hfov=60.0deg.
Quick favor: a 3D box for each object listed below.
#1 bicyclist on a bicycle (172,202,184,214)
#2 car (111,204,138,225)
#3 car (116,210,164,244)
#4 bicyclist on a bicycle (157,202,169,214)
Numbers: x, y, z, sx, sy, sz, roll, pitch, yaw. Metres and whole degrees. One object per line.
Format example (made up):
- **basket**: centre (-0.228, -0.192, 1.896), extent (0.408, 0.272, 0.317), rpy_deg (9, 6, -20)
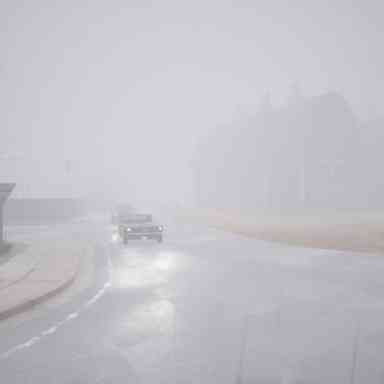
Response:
- **bicyclist on a bicycle**: centre (-1.930, 2.192, 44.698), extent (1.656, 1.620, 0.582), rpy_deg (-1, -1, -7)
- **car**: centre (-5.767, 1.795, 28.382), extent (2.097, 1.767, 4.553), rpy_deg (0, -2, -14)
- **car**: centre (-2.739, 1.823, 17.305), extent (1.895, 1.301, 4.718), rpy_deg (0, -1, -15)
- **bicyclist on a bicycle**: centre (-3.960, 2.209, 44.838), extent (1.656, 1.620, 0.582), rpy_deg (0, -1, -7)
